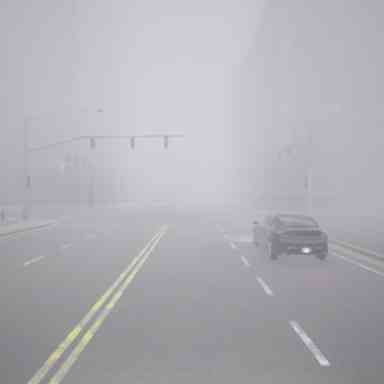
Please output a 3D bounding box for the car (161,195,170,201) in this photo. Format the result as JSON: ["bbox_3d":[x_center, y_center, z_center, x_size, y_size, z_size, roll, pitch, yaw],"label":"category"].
[{"bbox_3d":[-7.009,1.685,87.988,1.837,1.490,4.892,0,0,0],"label":"car"}]

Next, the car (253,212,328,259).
[{"bbox_3d":[3.543,1.535,12.672,1.837,1.490,4.892,0,0,0],"label":"car"}]

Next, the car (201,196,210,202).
[{"bbox_3d":[3.491,1.715,84.173,2.128,1.511,4.902,0,0,0],"label":"car"}]

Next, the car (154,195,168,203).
[{"bbox_3d":[-7.008,1.718,72.330,1.994,1.385,4.181,0,0,0],"label":"car"}]

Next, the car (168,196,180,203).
[{"bbox_3d":[-3.508,1.643,72.330,1.882,1.535,5.008,0,0,0],"label":"car"}]

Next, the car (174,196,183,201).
[{"bbox_3d":[-3.509,1.725,87.988,2.033,1.411,5.357,0,0,0],"label":"car"}]

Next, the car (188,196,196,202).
[{"bbox_3d":[-0.009,1.714,83.860,2.128,1.511,4.902,0,0,0],"label":"car"}]

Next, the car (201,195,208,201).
[{"bbox_3d":[3.490,1.720,93.248,1.812,1.442,4.674,0,0,0],"label":"car"}]
